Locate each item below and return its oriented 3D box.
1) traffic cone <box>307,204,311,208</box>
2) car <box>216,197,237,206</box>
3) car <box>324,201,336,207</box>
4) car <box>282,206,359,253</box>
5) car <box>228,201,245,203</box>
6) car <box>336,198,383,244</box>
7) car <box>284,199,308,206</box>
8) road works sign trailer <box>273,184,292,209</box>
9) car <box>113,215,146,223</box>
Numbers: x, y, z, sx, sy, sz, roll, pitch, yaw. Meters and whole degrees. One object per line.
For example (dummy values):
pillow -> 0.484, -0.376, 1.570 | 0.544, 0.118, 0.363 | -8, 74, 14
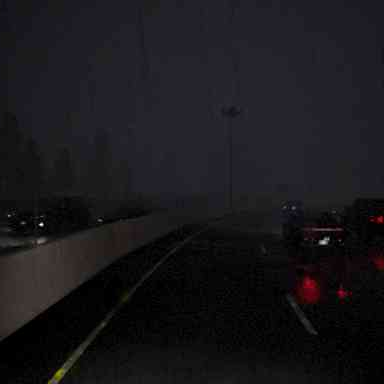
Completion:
traffic cone -> 18.249, 2.175, 52.404 | 0.340, 0.580, 0.340 | 0, 0, 34
car -> 6.458, 1.760, 62.431 | 1.812, 1.442, 4.674 | 0, 0, 35
car -> 14.248, 1.670, 33.310 | 1.812, 1.442, 4.674 | 0, 0, 22
car -> 4.985, 1.551, 14.011 | 2.128, 1.511, 4.902 | 0, 0, 9
car -> 8.836, 1.792, 59.706 | 1.994, 1.385, 4.181 | 0, 0, 35
car -> 8.885, 1.294, 16.063 | 2.150, 2.045, 5.566 | 0, 0, 11
car -> 9.818, 1.482, 31.607 | 2.097, 1.767, 4.553 | 0, 0, 20
road works sign trailer -> 13.144, 0.657, 47.397 | 2.380, 3.560, 2.880 | 0, 0, 34
car -> -4.271, 1.621, 22.301 | 2.033, 1.411, 5.357 | 0, 0, 13
